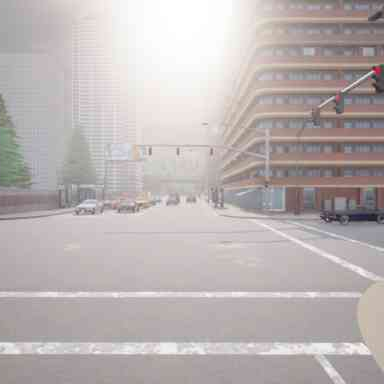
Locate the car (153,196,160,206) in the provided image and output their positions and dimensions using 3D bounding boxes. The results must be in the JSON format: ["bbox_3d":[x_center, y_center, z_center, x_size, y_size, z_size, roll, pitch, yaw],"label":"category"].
[{"bbox_3d":[-7.179,1.491,56.548,2.128,1.511,4.902,0,0,0],"label":"car"}]

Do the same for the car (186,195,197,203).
[{"bbox_3d":[-0.118,1.350,69.644,2.097,1.767,4.553,0,0,0],"label":"car"}]

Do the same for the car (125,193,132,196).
[{"bbox_3d":[-10.683,1.221,53.568,2.150,2.045,5.566,0,0,0],"label":"car"}]

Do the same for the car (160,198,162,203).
[{"bbox_3d":[-7.138,1.526,66.773,1.812,1.442,4.674,0,0,0],"label":"car"}]

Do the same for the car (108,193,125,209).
[{"bbox_3d":[-10.672,1.352,43.839,2.097,1.767,4.553,0,0,0],"label":"car"}]

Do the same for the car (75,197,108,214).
[{"bbox_3d":[-10.658,1.526,34.893,1.812,1.442,4.674,0,0,2],"label":"car"}]

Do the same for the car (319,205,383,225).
[{"bbox_3d":[11.384,1.545,23.162,4.718,1.301,1.895,0,0,-13],"label":"car"}]

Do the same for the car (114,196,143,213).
[{"bbox_3d":[-7.148,1.526,37.730,1.812,1.442,4.674,0,0,0],"label":"car"}]

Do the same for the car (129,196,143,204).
[{"bbox_3d":[-10.651,1.505,63.985,1.837,1.490,4.892,0,0,0],"label":"car"}]

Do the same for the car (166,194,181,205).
[{"bbox_3d":[-3.497,1.547,58.154,2.033,1.411,5.357,0,0,0],"label":"car"}]

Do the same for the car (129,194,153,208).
[{"bbox_3d":[-7.177,1.477,47.069,1.882,1.535,5.008,0,0,0],"label":"car"}]
